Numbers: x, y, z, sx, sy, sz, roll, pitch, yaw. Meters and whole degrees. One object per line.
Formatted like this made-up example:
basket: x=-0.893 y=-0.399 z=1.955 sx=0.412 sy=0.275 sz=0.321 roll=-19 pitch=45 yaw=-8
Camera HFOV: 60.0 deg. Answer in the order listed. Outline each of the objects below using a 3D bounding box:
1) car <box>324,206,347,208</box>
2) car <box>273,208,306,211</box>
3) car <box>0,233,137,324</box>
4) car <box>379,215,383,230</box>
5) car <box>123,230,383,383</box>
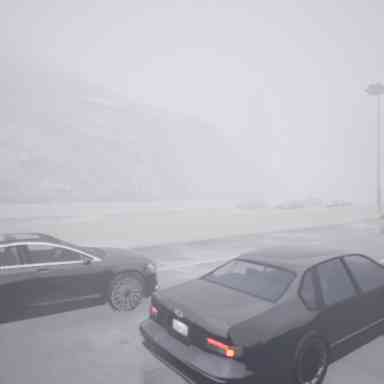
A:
car: x=16.405 y=1.621 z=36.998 sx=1.895 sy=1.301 sz=4.718 roll=0 pitch=0 yaw=44
car: x=10.692 y=1.555 z=36.214 sx=4.674 sy=1.442 sz=1.812 roll=0 pitch=0 yaw=-45
car: x=-2.932 y=1.505 z=6.052 sx=4.902 sy=1.511 sz=2.128 roll=0 pitch=0 yaw=-36
car: x=11.863 y=1.482 z=17.902 sx=5.008 sy=1.535 sz=1.882 roll=0 pitch=0 yaw=-41
car: x=1.872 y=1.552 z=5.219 sx=5.357 sy=1.411 sz=2.033 roll=0 pitch=0 yaw=-37
